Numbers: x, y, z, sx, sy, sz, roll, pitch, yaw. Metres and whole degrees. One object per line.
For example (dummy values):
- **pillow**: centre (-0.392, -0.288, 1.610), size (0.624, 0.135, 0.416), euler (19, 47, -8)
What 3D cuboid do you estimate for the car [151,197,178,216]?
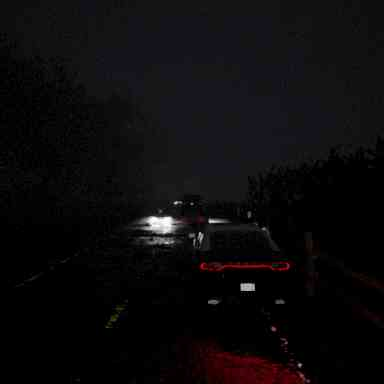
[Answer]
- **car**: centre (-2.802, 1.486, 32.029), size (2.128, 1.511, 4.902), euler (0, 0, 0)

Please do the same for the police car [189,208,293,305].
- **police car**: centre (0.948, 1.423, 8.268), size (1.930, 1.638, 5.238), euler (0, 0, 0)

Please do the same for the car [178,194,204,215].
- **car**: centre (0.009, 1.216, 33.860), size (2.150, 2.045, 5.566), euler (0, 0, 0)
